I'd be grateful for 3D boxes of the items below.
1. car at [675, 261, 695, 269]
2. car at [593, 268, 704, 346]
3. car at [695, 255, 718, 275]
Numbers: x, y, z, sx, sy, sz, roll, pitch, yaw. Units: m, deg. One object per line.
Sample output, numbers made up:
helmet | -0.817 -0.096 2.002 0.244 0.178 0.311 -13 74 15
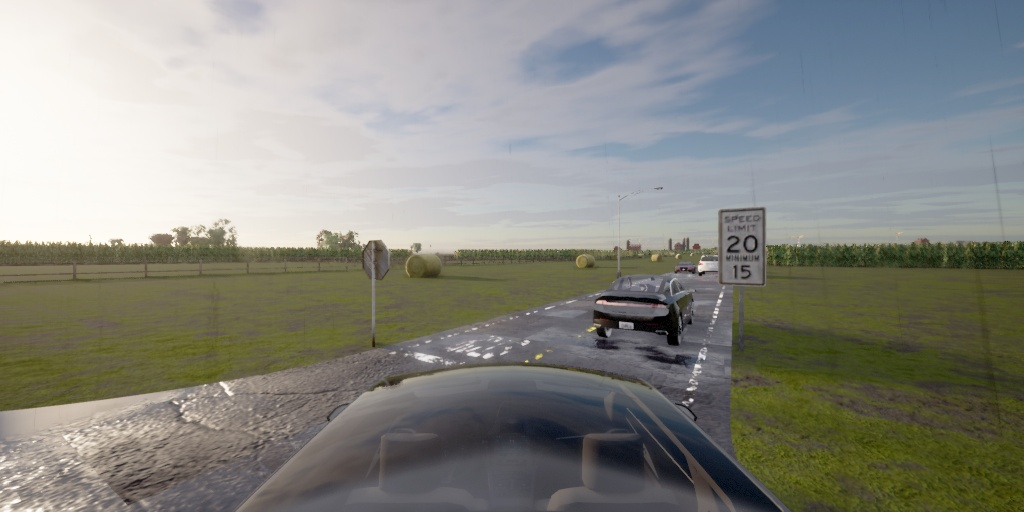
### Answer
car | 19.857 1.282 40.943 1.994 1.385 4.181 0 0 32
car | 3.670 1.241 9.566 2.128 1.511 4.902 0 0 32
car | 20.151 0.946 36.093 2.150 2.045 5.566 0 0 33
